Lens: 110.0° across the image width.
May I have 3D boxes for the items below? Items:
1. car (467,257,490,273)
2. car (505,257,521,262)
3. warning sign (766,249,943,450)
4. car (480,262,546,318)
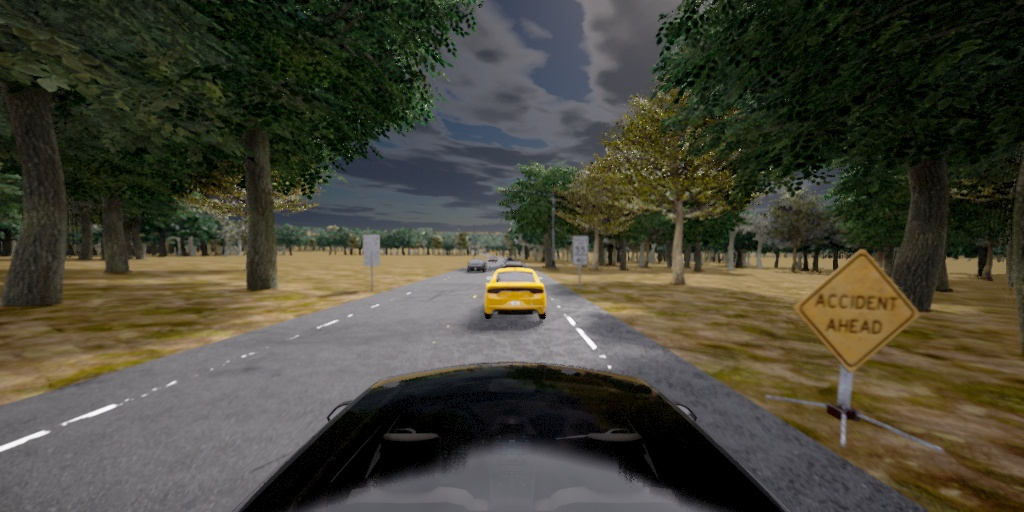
[{"bbox_3d":[-3.687,1.005,38.404,1.882,1.535,5.008,0,0,0],"label":"car"},{"bbox_3d":[0.058,1.075,30.170,1.837,1.490,4.892,0,0,0],"label":"car"},{"bbox_3d":[3.556,0.851,3.867,1.300,1.860,1.060,0,0,0],"label":"warning sign"},{"bbox_3d":[0.102,1.156,12.661,1.882,1.535,5.008,0,1,0],"label":"car"}]
